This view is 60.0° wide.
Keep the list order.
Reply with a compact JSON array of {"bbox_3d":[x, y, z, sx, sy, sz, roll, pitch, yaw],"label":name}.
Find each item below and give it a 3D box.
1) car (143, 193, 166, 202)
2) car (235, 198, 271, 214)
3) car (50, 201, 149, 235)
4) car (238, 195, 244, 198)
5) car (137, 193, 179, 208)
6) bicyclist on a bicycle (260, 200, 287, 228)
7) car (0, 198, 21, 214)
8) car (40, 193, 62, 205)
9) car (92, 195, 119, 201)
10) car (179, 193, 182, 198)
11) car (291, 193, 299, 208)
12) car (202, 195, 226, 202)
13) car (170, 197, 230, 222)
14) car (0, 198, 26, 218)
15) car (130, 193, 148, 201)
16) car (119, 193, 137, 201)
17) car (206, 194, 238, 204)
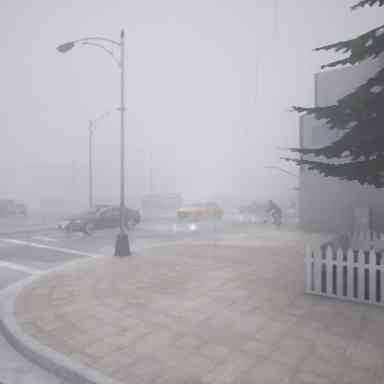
[{"bbox_3d":[-7.709,1.101,68.423,4.605,1.855,1.932,0,0,36],"label":"car"},{"bbox_3d":[6.713,1.586,34.815,1.895,1.301,4.718,0,0,36],"label":"car"},{"bbox_3d":[-5.034,1.477,18.732,2.128,1.511,4.902,0,0,36],"label":"car"},{"bbox_3d":[8.008,1.234,61.021,3.806,1.475,1.970,0,0,36],"label":"car"},{"bbox_3d":[-4.429,1.100,42.716,4.605,1.855,1.932,0,0,36],"label":"car"},{"bbox_3d":[4.715,1.286,19.390,1.656,1.620,0.582,0,0,36],"label":"bicyclist on a bicycle"},{"bbox_3d":[-19.729,1.387,34.562,3.806,1.475,1.970,0,0,36],"label":"car"},{"bbox_3d":[-21.544,1.324,50.728,3.633,1.501,1.845,0,0,36],"label":"car"},{"bbox_3d":[-15.623,1.302,58.778,4.514,1.523,2.007,0,0,36],"label":"car"},{"bbox_3d":[-3.050,1.079,45.307,3.866,1.878,1.905,0,0,36],"label":"car"},{"bbox_3d":[15.940,1.119,47.308,2.150,2.045,5.566,0,0,36],"label":"car"},{"bbox_3d":[4.470,1.300,68.133,4.514,1.523,2.007,0,0,36],"label":"car"},{"bbox_3d":[0.762,1.463,26.670,1.882,1.535,5.008,0,0,36],"label":"car"},{"bbox_3d":[-15.489,1.376,27.782,3.633,1.501,1.845,0,0,36],"label":"car"},{"bbox_3d":[-12.129,1.081,75.715,3.866,1.878,1.905,0,0,36],"label":"car"},{"bbox_3d":[-14.582,1.365,73.388,3.806,1.475,1.970,0,0,36],"label":"car"},{"bbox_3d":[4.488,1.156,55.645,5.027,1.636,2.152,0,0,36],"label":"car"}]
